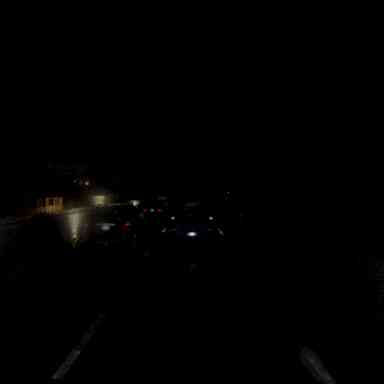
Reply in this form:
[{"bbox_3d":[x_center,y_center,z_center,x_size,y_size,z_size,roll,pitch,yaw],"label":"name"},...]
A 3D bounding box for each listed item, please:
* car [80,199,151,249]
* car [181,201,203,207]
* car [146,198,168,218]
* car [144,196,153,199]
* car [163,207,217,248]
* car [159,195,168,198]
[{"bbox_3d":[-3.250,1.365,14.621,2.097,1.767,4.553,0,0,0],"label":"car"},{"bbox_3d":[0.000,1.538,29.650,1.812,1.442,4.674,0,0,0],"label":"car"},{"bbox_3d":[-3.250,1.569,29.651,2.033,1.411,5.357,0,0,0],"label":"car"},{"bbox_3d":[-9.750,1.543,74.930,2.033,1.411,5.357,0,0,0],"label":"car"},{"bbox_3d":[0.000,1.571,14.650,1.994,1.385,4.181,0,0,0],"label":"car"},{"bbox_3d":[-6.500,1.481,74.929,1.882,1.535,5.008,0,0,0],"label":"car"}]
